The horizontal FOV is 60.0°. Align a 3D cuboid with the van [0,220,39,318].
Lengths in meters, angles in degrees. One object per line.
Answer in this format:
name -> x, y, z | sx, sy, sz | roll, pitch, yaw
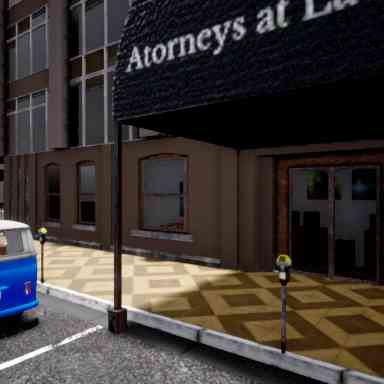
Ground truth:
van -> -4.509, 1.341, 6.080 | 3.998, 1.788, 1.690 | 0, 0, 35
